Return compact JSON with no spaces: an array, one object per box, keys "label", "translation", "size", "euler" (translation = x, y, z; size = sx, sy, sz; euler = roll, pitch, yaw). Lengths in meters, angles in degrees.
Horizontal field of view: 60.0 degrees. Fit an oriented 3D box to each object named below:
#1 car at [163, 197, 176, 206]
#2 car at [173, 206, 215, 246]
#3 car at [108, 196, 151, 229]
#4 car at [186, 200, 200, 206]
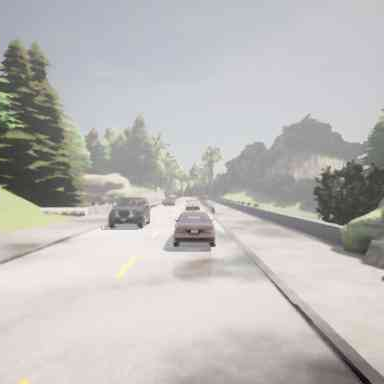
[{"label":"car","translation":[-4.029,1.647,59.269],"size":[2.097,1.767,4.553],"euler":[0,-1,0]},{"label":"car","translation":[0.094,1.622,15.719],"size":[2.033,1.411,5.357],"euler":[0,0,0]},{"label":"car","translation":[-4.101,1.330,22.743],"size":[2.150,2.045,5.566],"euler":[0,0,0]},{"label":"car","translation":[0.089,1.817,45.829],"size":[1.895,1.301,4.718],"euler":[0,0,0]}]
